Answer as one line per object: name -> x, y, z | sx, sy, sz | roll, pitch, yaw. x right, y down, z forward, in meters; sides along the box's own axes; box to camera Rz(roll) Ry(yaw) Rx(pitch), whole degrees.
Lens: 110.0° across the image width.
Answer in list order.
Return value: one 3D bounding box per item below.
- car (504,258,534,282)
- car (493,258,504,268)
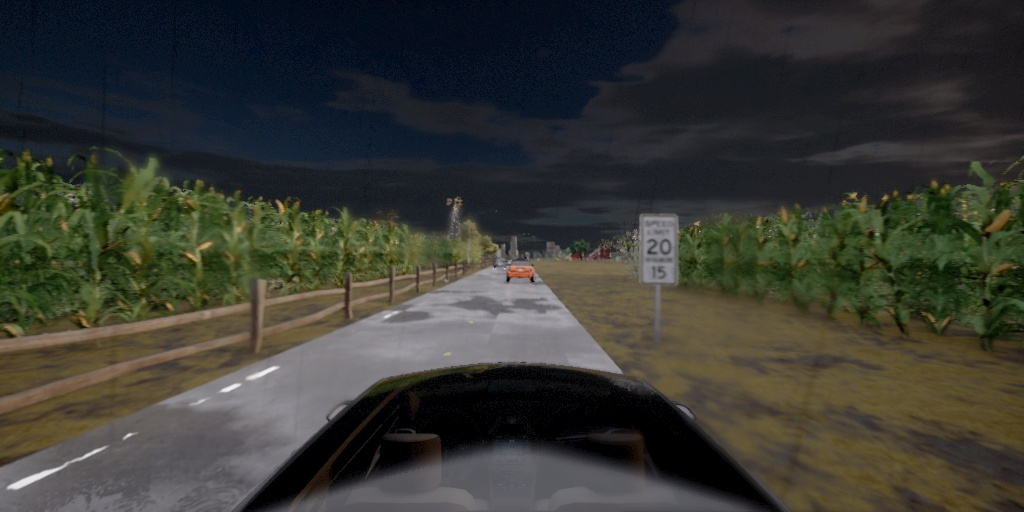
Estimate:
car -> 0.676, 1.037, 28.918 | 2.097, 1.767, 4.553 | 1, 0, 1
car -> -1.645, 1.037, 52.396 | 2.128, 1.511, 4.902 | 1, 0, 1
